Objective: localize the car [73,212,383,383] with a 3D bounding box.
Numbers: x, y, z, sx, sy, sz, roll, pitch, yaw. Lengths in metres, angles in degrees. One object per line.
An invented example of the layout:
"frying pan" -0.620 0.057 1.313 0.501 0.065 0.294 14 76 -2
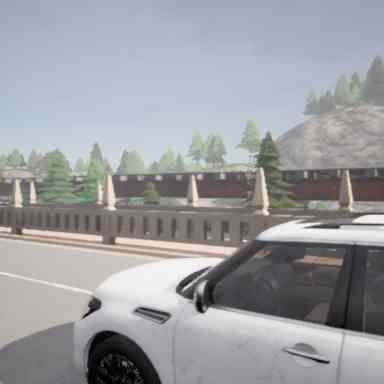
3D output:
"car" 1.384 1.207 2.853 5.566 2.045 2.150 0 0 35
